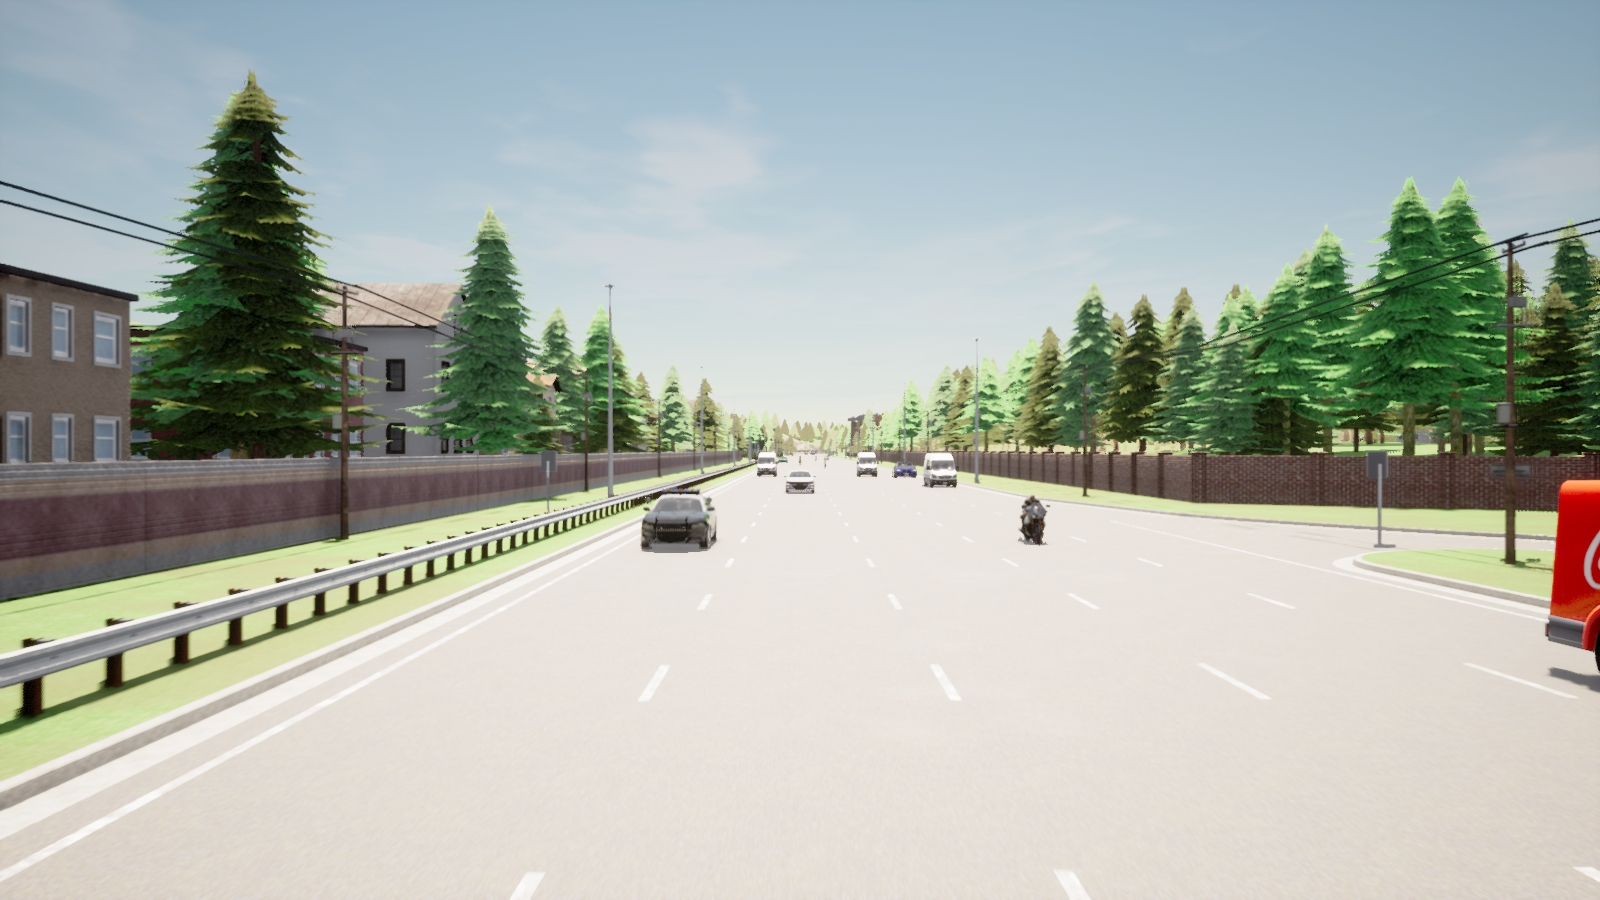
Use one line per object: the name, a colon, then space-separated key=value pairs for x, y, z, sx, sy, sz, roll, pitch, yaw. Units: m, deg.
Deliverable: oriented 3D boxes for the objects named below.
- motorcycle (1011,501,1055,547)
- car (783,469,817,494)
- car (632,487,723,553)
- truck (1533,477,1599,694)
motorcycle: x=7.002 y=2.205 z=34.449 sx=0.867 sy=1.251 sz=2.209 roll=0 pitch=0 yaw=0
car: x=0.004 y=2.034 z=74.788 sx=2.097 sy=1.535 sz=5.006 roll=0 pitch=0 yaw=0
car: x=-3.499 y=1.982 z=33.568 sx=2.097 sy=1.638 sz=5.238 roll=0 pitch=0 yaw=0
truck: x=10.500 y=1.568 z=11.714 sx=2.627 sy=2.467 sz=5.204 roll=0 pitch=0 yaw=0
